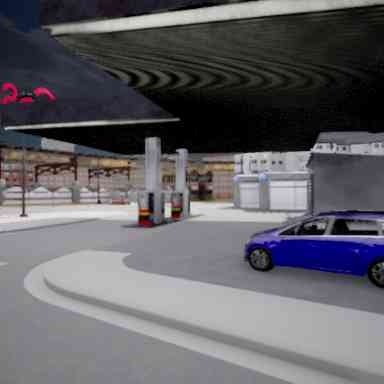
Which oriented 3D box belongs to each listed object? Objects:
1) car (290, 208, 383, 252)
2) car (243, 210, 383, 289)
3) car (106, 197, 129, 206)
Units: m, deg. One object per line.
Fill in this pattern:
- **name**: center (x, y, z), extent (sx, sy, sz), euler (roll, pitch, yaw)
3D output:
- **car**: center (6.347, 1.484, 14.025), extent (3.806, 1.475, 1.970), euler (-1, 0, 36)
- **car**: center (3.632, 1.316, 8.905), extent (4.611, 1.667, 2.242), euler (-1, 0, 36)
- **car**: center (-15.355, 1.870, 68.795), extent (4.553, 1.767, 2.097), euler (0, 0, -34)
